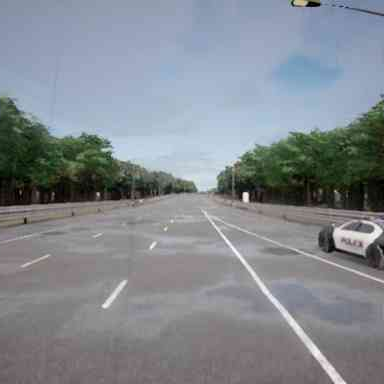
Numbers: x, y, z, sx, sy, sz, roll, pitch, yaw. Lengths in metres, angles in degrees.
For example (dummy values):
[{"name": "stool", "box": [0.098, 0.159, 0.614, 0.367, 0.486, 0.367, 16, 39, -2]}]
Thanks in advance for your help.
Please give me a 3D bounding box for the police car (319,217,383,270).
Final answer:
[{"name": "police car", "box": [6.392, 1.672, 11.941, 2.038, 1.542, 4.974, 1, -1, -7]}]
